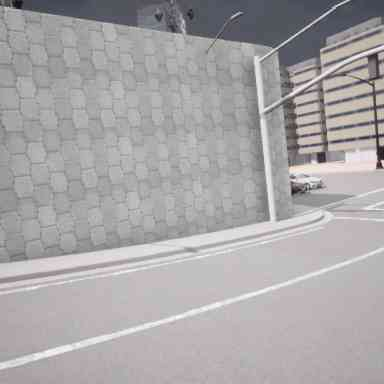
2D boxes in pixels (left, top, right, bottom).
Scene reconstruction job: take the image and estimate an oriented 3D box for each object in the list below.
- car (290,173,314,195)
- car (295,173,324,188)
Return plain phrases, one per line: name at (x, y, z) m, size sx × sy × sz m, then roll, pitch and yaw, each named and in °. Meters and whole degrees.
car at (7.357, -0.456, 27.852) m, size 1.812 × 1.442 × 4.674 m, roll -10°, pitch 6°, yaw -35°
car at (9.710, -0.971, 30.494) m, size 1.812 × 1.442 × 4.674 m, roll -10°, pitch 6°, yaw -35°
